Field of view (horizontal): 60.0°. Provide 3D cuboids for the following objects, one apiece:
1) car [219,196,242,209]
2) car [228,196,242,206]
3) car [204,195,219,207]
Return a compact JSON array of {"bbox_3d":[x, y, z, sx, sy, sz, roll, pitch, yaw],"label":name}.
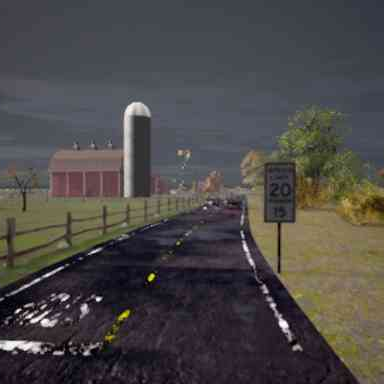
[{"bbox_3d":[4.828,1.247,40.172,2.128,1.511,4.902,0,0,9],"label":"car"},{"bbox_3d":[6.532,1.270,50.689,1.994,1.385,4.181,0,0,9],"label":"car"},{"bbox_3d":[2.781,1.214,44.731,2.128,1.511,4.902,0,0,9],"label":"car"}]
